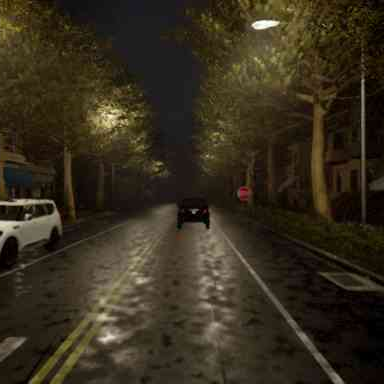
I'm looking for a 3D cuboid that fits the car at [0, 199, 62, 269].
[{"bbox_3d":[-6.553,1.306,11.858,2.435,2.045,5.566,0,0,0],"label":"car"}]

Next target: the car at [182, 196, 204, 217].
[{"bbox_3d":[0.073,1.447,35.069,2.150,2.045,5.566,0,0,0],"label":"car"}]

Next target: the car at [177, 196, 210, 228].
[{"bbox_3d":[0.104,1.373,23.424,2.150,2.045,5.566,0,0,0],"label":"car"}]
